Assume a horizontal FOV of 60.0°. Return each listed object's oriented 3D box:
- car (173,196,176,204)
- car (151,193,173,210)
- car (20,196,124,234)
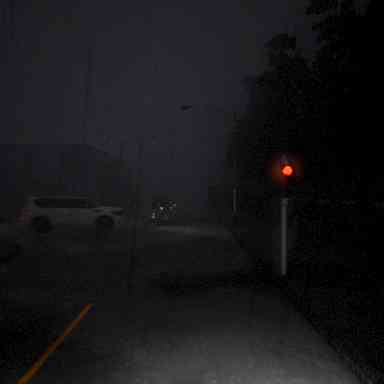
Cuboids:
[{"bbox_3d":[-4.062,1.505,53.834,1.837,1.490,4.892,0,0,0],"label":"car"},{"bbox_3d":[-4.076,1.221,43.916,2.150,2.045,5.566,0,0,0],"label":"car"},{"bbox_3d":[-6.693,1.223,18.942,5.566,2.045,2.150,0,0,-10],"label":"car"}]
